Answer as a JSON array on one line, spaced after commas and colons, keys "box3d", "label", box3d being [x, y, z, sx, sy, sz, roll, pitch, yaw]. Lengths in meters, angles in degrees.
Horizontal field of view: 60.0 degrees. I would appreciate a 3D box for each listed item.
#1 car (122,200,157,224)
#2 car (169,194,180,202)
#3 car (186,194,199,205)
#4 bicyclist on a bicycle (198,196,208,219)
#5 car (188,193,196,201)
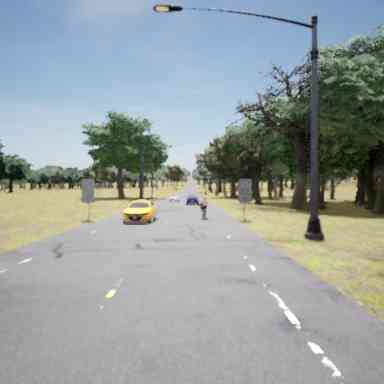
[{"box3d": [-3.589, 1.330, 23.451, 1.882, 1.535, 5.008, 0, 0, 0], "label": "car"}, {"box3d": [-3.494, 1.155, 65.185, 1.812, 1.442, 4.674, 0, 0, 0], "label": "car"}, {"box3d": [0.058, 1.172, 52.912, 1.882, 1.535, 5.008, 0, 1, 1], "label": "car"}, {"box3d": [0.969, 1.293, 25.616, 0.582, 1.620, 1.656, 0, 0, 0], "label": "bicyclist on a bicycle"}, {"box3d": [0.016, 1.078, 73.982, 1.882, 1.535, 5.008, 0, 0, 0], "label": "car"}]
